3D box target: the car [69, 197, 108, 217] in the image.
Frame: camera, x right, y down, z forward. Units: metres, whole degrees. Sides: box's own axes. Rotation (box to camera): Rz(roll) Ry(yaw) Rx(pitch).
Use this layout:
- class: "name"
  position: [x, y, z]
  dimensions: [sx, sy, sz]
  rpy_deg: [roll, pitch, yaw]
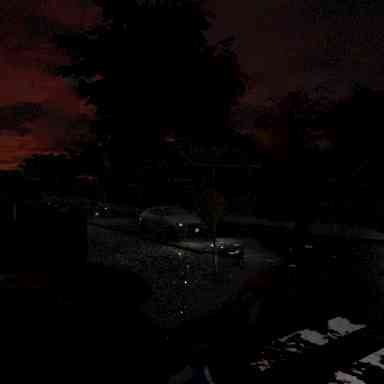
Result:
- class: "car"
  position: [-8.596, 1.386, 27.516]
  dimensions: [1.895, 1.301, 4.718]
  rpy_deg: [-1, 1, -35]

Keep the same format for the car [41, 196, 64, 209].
- class: "car"
  position: [-16.332, 1.223, 38.751]
  dimensions: [1.812, 1.442, 4.674]
  rpy_deg: [-1, 1, -34]

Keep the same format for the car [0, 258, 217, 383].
- class: "car"
  position: [-1.972, 1.352, 1.542]
  dimensions: [4.553, 1.767, 2.097]
  rpy_deg: [0, 0, -35]

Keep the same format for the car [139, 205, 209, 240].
- class: "car"
  position: [-1.089, 1.400, 16.705]
  dimensions: [1.812, 1.442, 4.674]
  rpy_deg: [-1, 1, -34]

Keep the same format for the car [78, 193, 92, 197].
- class: "car"
  position: [-28.334, 0.957, 88.281]
  dimensions: [2.097, 1.767, 4.553]
  rpy_deg: [-1, 0, 5]
